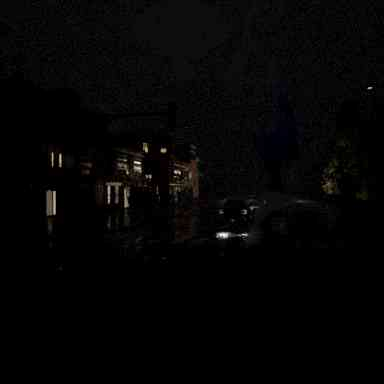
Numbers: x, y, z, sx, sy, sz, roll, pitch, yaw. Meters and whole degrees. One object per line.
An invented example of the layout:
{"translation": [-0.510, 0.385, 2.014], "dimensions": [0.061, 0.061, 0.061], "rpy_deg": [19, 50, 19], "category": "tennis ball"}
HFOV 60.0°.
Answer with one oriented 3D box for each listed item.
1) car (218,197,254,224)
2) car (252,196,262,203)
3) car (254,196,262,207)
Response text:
{"translation": [3.196, 1.341, 24.467], "dimensions": [2.097, 1.767, 4.553], "rpy_deg": [0, 0, 13], "category": "car"}
{"translation": [13.739, 1.488, 70.121], "dimensions": [1.812, 1.442, 4.674], "rpy_deg": [0, 0, 13], "category": "car"}
{"translation": [9.728, 1.531, 52.744], "dimensions": [1.812, 1.442, 4.674], "rpy_deg": [0, 0, 13], "category": "car"}
